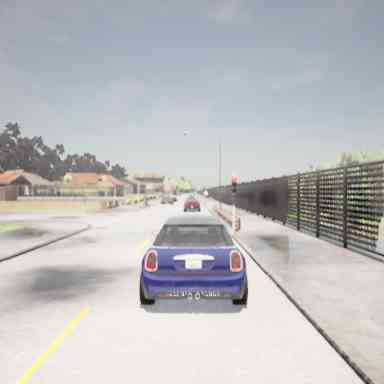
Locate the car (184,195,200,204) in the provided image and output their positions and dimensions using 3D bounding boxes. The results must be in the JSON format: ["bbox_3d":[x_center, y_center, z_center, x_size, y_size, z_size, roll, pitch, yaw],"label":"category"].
[{"bbox_3d":[0.009,1.472,39.083,1.812,1.442,4.674,0,0,0],"label":"car"}]

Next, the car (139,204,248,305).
[{"bbox_3d":[0.037,1.341,8.222,2.097,1.767,4.553,0,0,0],"label":"car"}]

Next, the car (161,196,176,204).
[{"bbox_3d":[-4.179,1.448,56.188,1.812,1.442,4.674,0,0,0],"label":"car"}]

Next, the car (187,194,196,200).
[{"bbox_3d":[-0.172,1.238,86.725,2.128,1.511,4.902,0,0,0],"label":"car"}]
